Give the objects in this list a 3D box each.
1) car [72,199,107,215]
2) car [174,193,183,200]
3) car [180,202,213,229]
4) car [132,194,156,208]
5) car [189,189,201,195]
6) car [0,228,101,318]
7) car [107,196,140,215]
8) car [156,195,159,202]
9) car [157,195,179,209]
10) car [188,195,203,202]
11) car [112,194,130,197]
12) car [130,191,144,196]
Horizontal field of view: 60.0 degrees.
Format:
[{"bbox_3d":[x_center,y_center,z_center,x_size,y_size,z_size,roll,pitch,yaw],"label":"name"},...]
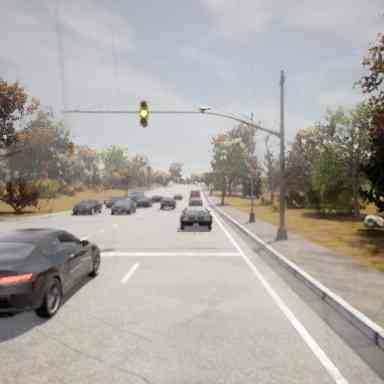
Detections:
[{"bbox_3d":[-10.313,1.457,33.101,1.837,1.490,4.892,0,0,1],"label":"car"},{"bbox_3d":[-2.846,0.850,67.459,1.895,1.301,4.718,0,3,1],"label":"car"},{"bbox_3d":[0.266,1.570,21.199,1.895,1.301,4.718,0,0,1],"label":"car"},{"bbox_3d":[-6.672,1.410,46.256,1.882,1.535,5.008,0,0,1],"label":"car"},{"bbox_3d":[0.653,0.483,67.224,2.150,2.045,5.566,0,3,1],"label":"car"},{"bbox_3d":[-3.394,1.515,7.274,1.812,1.442,4.674,0,0,-1],"label":"car"},{"bbox_3d":[-6.807,1.477,33.558,1.812,1.442,4.674,0,0,1],"label":"car"},{"bbox_3d":[-6.491,1.199,60.837,1.895,1.301,4.718,0,3,1],"label":"car"},{"bbox_3d":[-3.015,1.441,43.384,1.837,1.490,4.892,0,0,1],"label":"car"},{"bbox_3d":[0.502,1.460,44.921,1.812,1.442,4.674,0,0,1],"label":"car"},{"bbox_3d":[-10.187,1.287,44.999,2.097,1.767,4.553,0,0,1],"label":"car"},{"bbox_3d":[-9.994,0.841,60.476,2.150,2.045,5.566,0,3,1],"label":"car"}]
